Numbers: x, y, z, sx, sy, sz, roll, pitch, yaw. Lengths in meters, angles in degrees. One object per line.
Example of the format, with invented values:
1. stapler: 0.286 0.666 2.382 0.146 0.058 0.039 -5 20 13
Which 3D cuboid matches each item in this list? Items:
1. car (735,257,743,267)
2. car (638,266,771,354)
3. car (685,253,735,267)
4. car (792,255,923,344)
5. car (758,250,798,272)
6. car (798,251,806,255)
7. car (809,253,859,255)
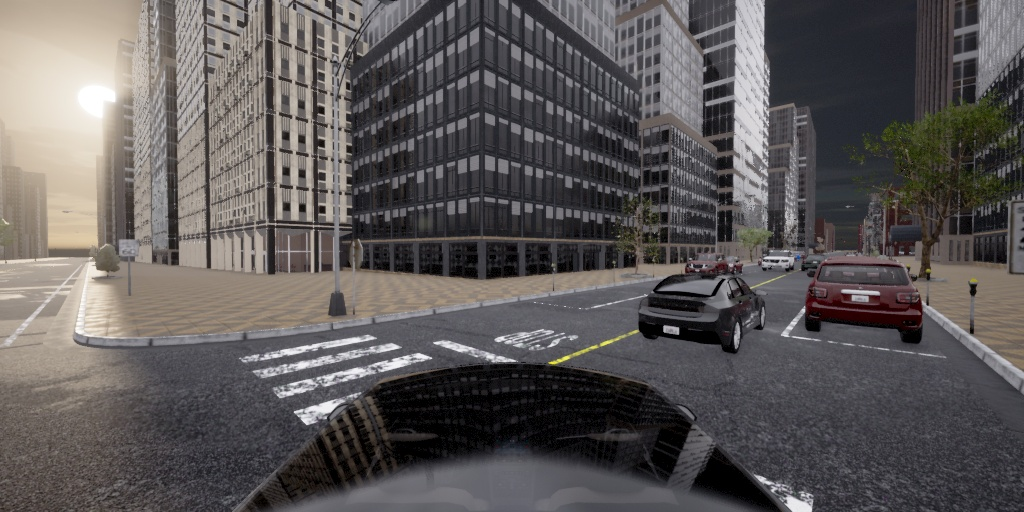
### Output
1. car: 18.597 0.731 31.123 1.967 1.591 4.097 0 0 43
2. car: 4.759 1.164 8.725 1.837 1.490 4.892 1 1 43
3. car: 14.780 0.669 27.082 2.192 1.841 5.009 0 0 43
4. car: 9.139 0.971 9.478 2.192 1.841 5.009 0 0 43
5. car: 26.914 0.442 36.169 2.150 2.045 5.566 1 1 43
6. car: 30.237 0.591 35.576 2.097 1.767 4.553 1 1 44
7. car: 12.886 0.906 13.583 2.192 1.841 5.009 0 0 43
